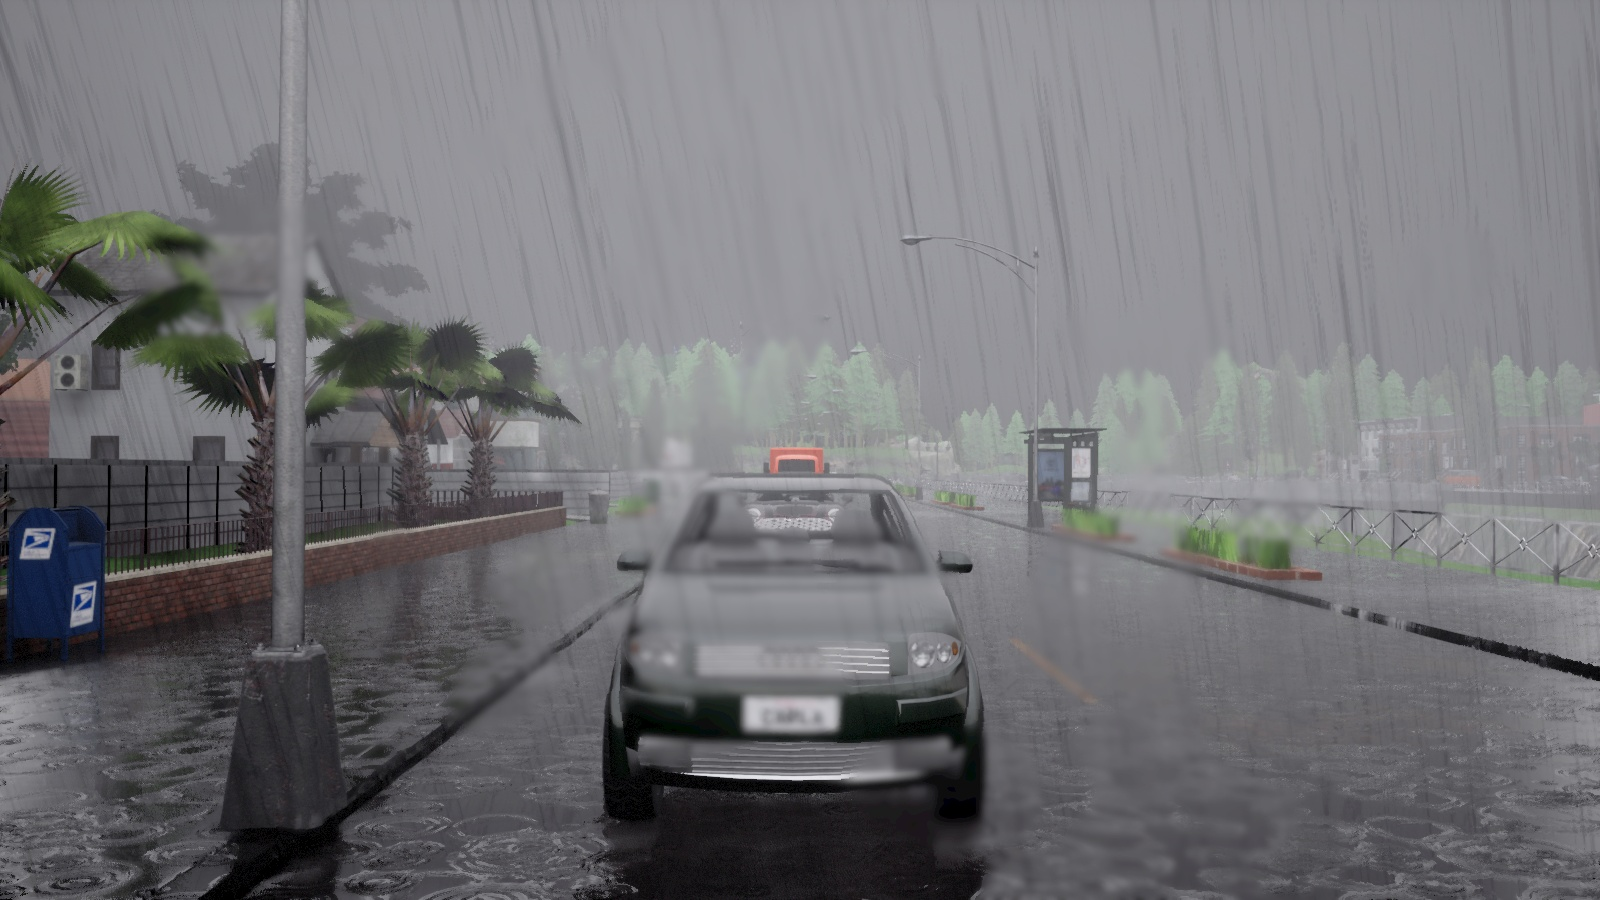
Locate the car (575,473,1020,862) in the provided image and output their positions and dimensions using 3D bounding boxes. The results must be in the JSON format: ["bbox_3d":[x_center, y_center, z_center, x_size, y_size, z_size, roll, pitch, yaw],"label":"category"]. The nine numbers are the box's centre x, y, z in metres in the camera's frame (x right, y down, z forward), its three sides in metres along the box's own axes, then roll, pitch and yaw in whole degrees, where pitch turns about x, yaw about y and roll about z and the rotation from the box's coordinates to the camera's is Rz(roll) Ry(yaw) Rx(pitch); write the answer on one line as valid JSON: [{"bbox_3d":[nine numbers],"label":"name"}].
[{"bbox_3d":[-0.019,0.909,6.911,1.789,1.549,3.705,0,-1,0],"label":"car"}]

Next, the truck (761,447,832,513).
[{"bbox_3d":[-0.127,1.153,49.237,2.627,2.467,5.204,0,-1,0],"label":"truck"}]
